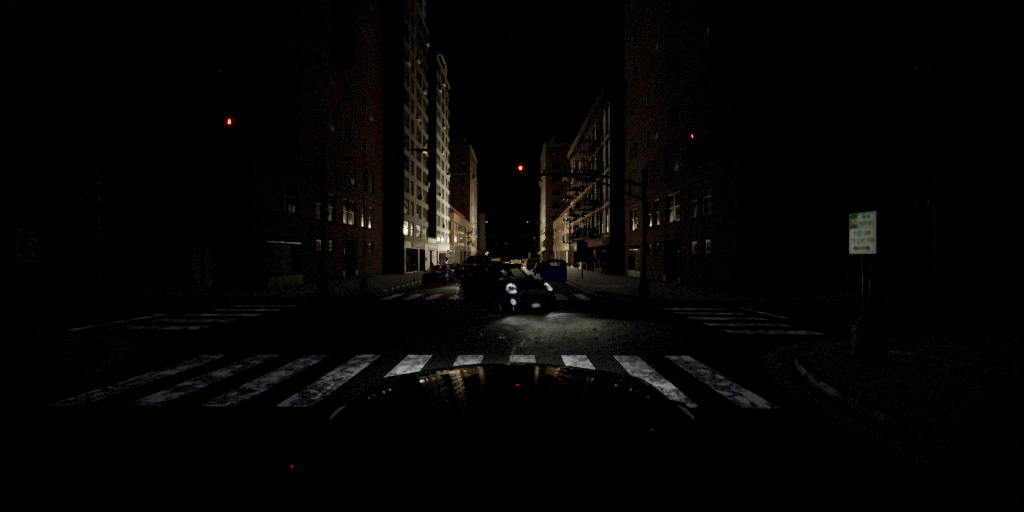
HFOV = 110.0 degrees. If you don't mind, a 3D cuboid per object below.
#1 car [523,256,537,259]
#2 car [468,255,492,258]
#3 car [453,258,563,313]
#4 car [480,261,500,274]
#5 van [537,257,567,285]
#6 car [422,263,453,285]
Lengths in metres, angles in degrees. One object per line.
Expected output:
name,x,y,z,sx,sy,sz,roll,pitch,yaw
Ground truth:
car,3.142,1.053,53.816,2.192,1.841,5.009,0,0,1
car,-2.590,0.969,28.093,2.150,2.045,5.566,0,0,1
car,-0.348,1.105,14.265,2.097,1.767,4.553,1,0,-32
car,-2.457,1.310,41.477,1.994,1.385,4.181,0,0,1
van,2.864,1.089,25.411,1.690,1.789,3.998,0,0,1
car,-5.161,1.299,25.480,2.007,1.370,4.403,0,0,1
